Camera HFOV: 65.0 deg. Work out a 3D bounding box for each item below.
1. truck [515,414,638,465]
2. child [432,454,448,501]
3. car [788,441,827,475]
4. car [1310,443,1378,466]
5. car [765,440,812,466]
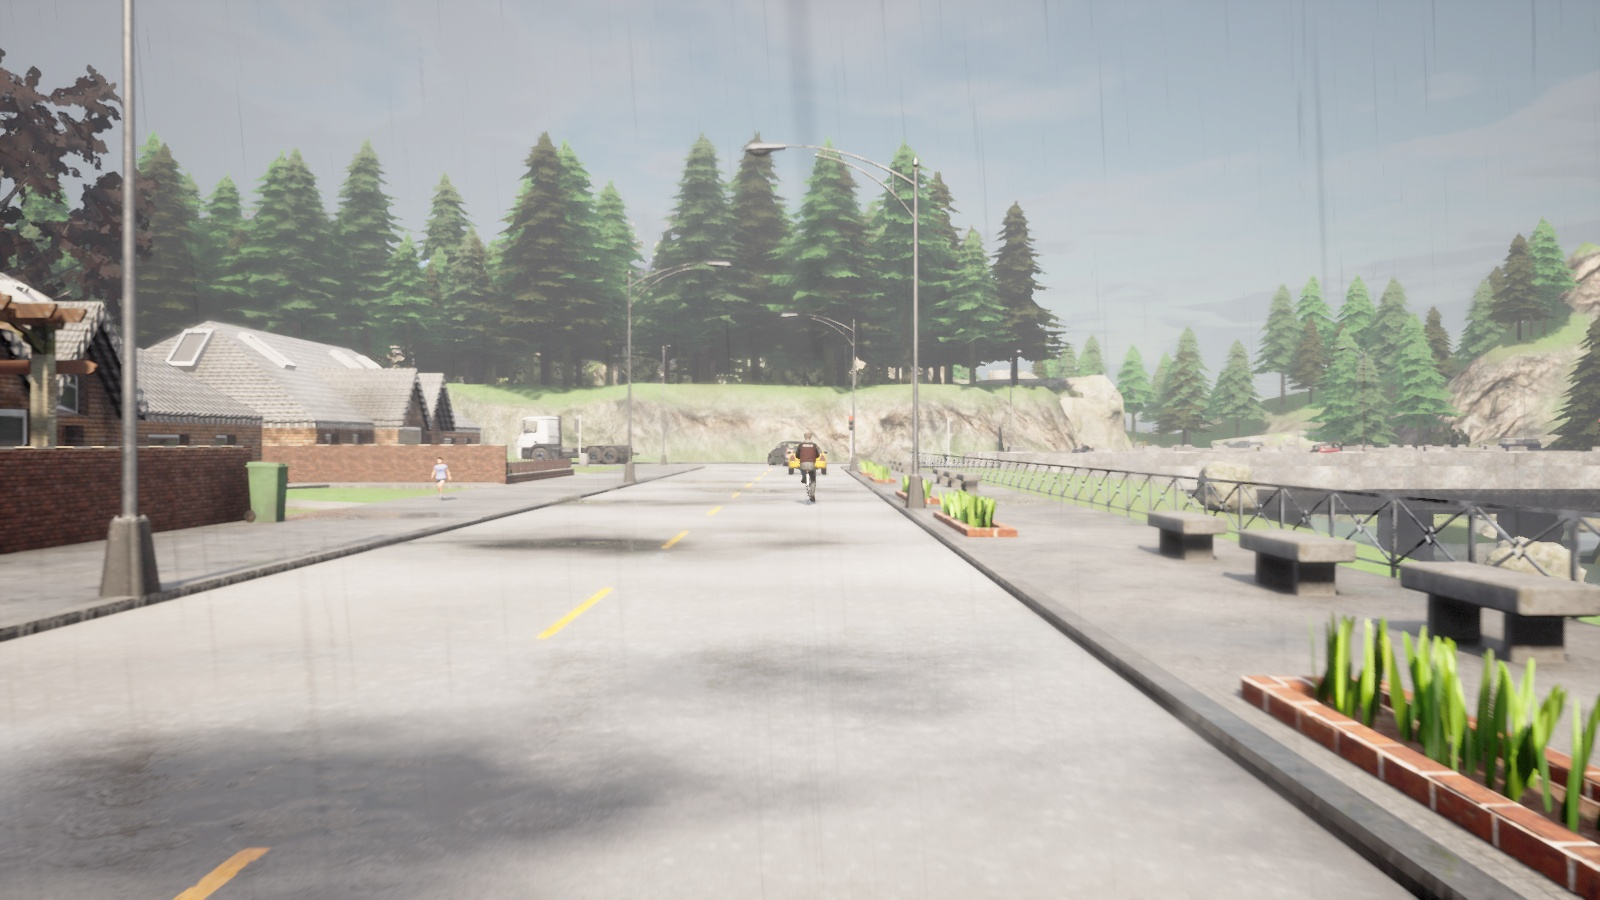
[{"bbox_3d":[-15.436,-0.738,86.955,7.936,3.462,2.891,0,0,9],"label":"truck"},{"bbox_3d":[-8.648,0.659,30.185,0.255,1.110,0.394,0,0,6],"label":"child"},{"bbox_3d":[0.357,0.350,59.522,1.801,1.575,5.366,0,0,0],"label":"car"},{"bbox_3d":[35.827,0.287,82.781,3.705,1.549,1.789,0,0,0],"label":"car"},{"bbox_3d":[-0.780,0.188,80.927,1.851,1.617,3.988,0,0,-20],"label":"car"}]
